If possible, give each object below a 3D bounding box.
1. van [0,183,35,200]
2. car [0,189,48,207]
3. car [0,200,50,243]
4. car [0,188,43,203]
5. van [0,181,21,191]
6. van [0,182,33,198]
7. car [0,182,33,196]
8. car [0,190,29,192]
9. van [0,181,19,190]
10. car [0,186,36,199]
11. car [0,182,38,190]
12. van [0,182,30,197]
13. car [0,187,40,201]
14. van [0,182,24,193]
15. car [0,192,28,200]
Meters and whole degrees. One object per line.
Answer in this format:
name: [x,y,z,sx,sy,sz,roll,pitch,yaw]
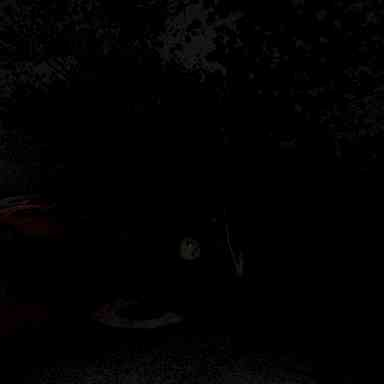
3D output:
van: [-22.086,-0.099,41.384,4.442,1.987,1.878,1,1,-30]
car: [-16.500,0.569,31.861,4.792,1.488,2.163,1,2,-30]
car: [-6.853,1.323,15.201,5.008,1.535,2.097,1,2,-30]
car: [-19.281,0.348,36.792,4.792,1.488,2.163,1,2,-30]
van: [-39.963,-1.255,72.788,4.442,1.987,1.878,1,1,-30]
van: [-24.669,-0.276,46.305,4.442,1.987,1.878,1,1,-30]
car: [-27.562,-0.481,51.027,5.566,2.045,2.435,1,1,-30]
car: [-12.484,0.872,24.592,5.366,1.575,1.946,1,2,-30]
van: [-42.939,-1.436,77.473,4.442,1.987,1.878,1,1,-30]
car: [-23.387,0.036,43.857,5.008,1.535,2.097,1,1,-30]
car: [-15.057,0.402,29.486,5.566,2.045,2.435,1,2,-30]
van: [-26.255,-0.369,48.586,4.442,1.987,1.878,1,1,-30]
car: [-20.599,0.252,39.076,4.792,1.488,2.163,1,1,-30]
van: [-34.425,-0.900,63.197,4.442,1.987,1.878,1,1,-30]
car: [-8.202,1.086,17.614,4.553,1.767,2.185,1,2,-30]
